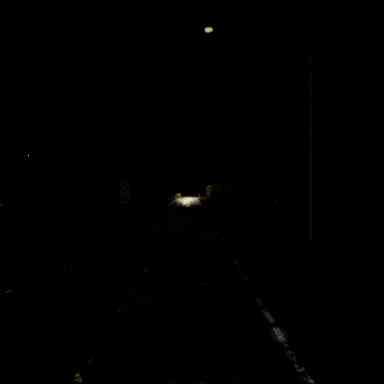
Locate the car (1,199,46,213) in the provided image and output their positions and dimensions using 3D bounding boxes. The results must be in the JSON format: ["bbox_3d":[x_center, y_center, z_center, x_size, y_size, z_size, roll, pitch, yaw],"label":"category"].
[{"bbox_3d":[-18.753,1.573,37.071,4.674,1.442,1.812,1,1,-2],"label":"car"}]

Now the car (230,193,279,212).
[{"bbox_3d":[7.179,1.184,38.640,5.566,2.045,2.150,0,1,-5],"label":"car"}]
